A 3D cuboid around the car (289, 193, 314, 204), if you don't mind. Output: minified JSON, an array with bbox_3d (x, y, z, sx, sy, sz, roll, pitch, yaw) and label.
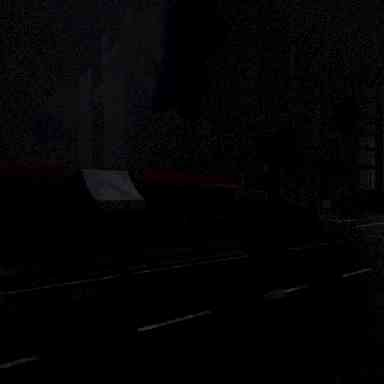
[{"bbox_3d":[19.614,1.114,59.433,1.905,1.878,3.866,0,0,-35],"label":"car"}]

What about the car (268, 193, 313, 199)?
[{"bbox_3d":[9.450,1.297,34.011,2.097,1.767,4.553,0,0,-36],"label":"car"}]

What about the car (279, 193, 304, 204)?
[{"bbox_3d":[17.219,1.114,57.726,1.905,1.878,3.866,0,0,-35],"label":"car"}]

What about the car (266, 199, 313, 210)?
[{"bbox_3d":[8.113,1.545,29.883,1.895,1.301,4.718,0,0,-36],"label":"car"}]
